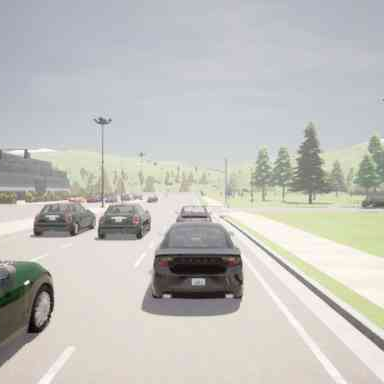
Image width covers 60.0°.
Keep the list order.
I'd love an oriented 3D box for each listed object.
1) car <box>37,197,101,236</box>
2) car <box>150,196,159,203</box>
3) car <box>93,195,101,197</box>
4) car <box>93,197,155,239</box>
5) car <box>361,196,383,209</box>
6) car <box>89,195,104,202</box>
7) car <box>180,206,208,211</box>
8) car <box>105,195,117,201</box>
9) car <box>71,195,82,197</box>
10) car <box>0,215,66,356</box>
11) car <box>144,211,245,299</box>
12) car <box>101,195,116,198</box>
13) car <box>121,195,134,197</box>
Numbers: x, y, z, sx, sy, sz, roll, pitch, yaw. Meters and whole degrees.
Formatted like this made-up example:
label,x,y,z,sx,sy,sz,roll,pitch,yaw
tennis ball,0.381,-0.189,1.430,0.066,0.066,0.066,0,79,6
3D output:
label,x,y,z,sx,sy,sz,roll,pitch,yaw
car,-6.915,1.349,18.553,2.097,1.767,4.553,0,0,0
car,-8.094,1.493,69.873,2.128,1.511,4.902,0,0,0
car,-19.663,1.585,66.355,1.895,1.301,4.718,0,0,0
car,-3.411,1.349,17.573,2.097,1.767,4.553,0,0,0
car,25.596,1.344,45.155,4.553,1.767,2.097,0,0,1
car,-23.137,1.512,80.697,2.128,1.511,4.902,0,0,0
car,0.100,1.489,17.917,2.128,1.511,4.902,0,0,0
car,-19.637,1.539,80.832,1.994,1.385,4.181,0,0,0
car,-23.163,1.344,66.337,2.097,1.767,4.553,0,0,0
car,-3.390,1.351,3.892,2.097,1.767,4.553,0,0,-1
car,0.114,1.476,8.499,1.882,1.535,5.008,0,0,0
car,-16.169,1.515,66.670,1.812,1.442,4.674,0,0,0
car,-16.137,1.487,80.851,1.837,1.490,4.892,0,0,0
